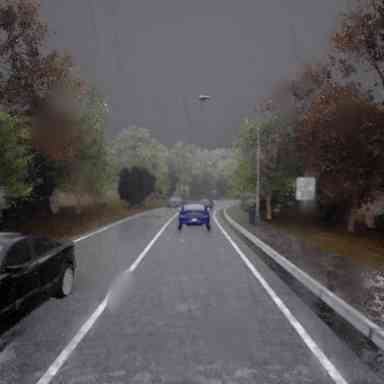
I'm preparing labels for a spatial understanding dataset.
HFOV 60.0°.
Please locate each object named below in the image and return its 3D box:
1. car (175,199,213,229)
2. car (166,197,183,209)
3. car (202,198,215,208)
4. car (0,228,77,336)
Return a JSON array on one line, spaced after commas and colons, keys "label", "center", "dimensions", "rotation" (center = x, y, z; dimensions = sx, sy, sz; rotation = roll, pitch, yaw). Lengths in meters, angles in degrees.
[{"label": "car", "center": [0.156, 1.421, 21.300], "dimensions": [1.882, 1.535, 5.008], "rotation": [0, 0, 1]}, {"label": "car", "center": [-2.005, 1.376, 42.418], "dimensions": [1.837, 1.490, 4.892], "rotation": [1, 0, 8]}, {"label": "car", "center": [1.809, 1.477, 43.049], "dimensions": [1.994, 1.385, 4.181], "rotation": [1, 0, 9]}, {"label": "car", "center": [-3.581, 1.463, 5.630], "dimensions": [1.882, 1.535, 5.008], "rotation": [0, 0, 0]}]
